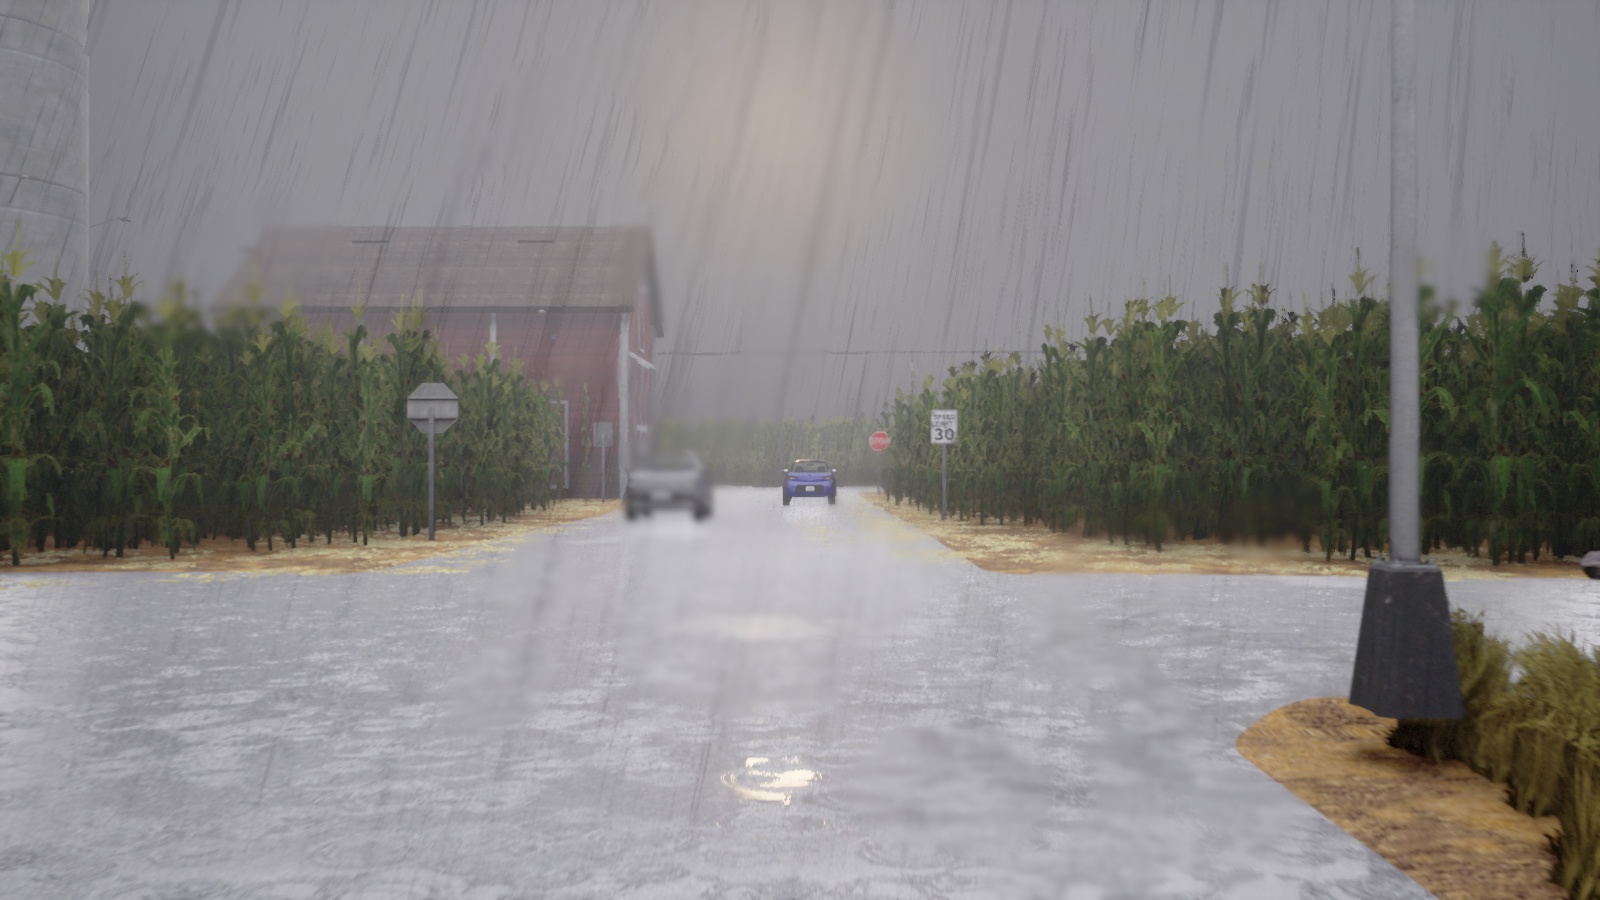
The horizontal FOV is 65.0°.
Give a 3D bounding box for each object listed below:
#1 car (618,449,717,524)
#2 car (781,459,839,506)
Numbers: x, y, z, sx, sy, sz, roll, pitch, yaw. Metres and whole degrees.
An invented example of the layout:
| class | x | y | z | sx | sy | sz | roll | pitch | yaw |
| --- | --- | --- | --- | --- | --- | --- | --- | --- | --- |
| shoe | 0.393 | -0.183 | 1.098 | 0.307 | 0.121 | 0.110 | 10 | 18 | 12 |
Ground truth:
| class | x | y | z | sx | sy | sz | roll | pitch | yaw |
| --- | --- | --- | --- | --- | --- | --- | --- | --- | --- |
| car | -2.877 | 0.795 | 27.947 | 1.789 | 1.549 | 3.705 | 0 | -1 | 0 |
| car | 0.323 | 1.038 | 41.255 | 1.816 | 1.474 | 4.193 | 0 | -1 | 0 |
